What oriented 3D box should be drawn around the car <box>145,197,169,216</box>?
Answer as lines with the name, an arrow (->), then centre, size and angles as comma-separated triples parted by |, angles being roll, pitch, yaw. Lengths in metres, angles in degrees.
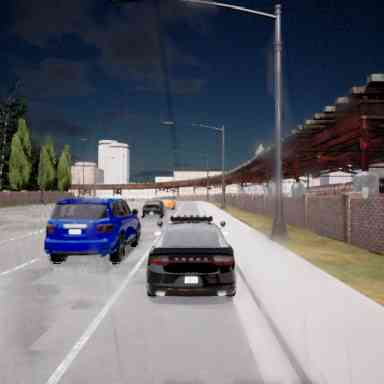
car -> -3.396, 1.518, 30.372 | 1.837, 1.490, 4.892 | 0, 0, 0

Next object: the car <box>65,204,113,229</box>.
car -> -6.796, 1.574, 22.459 | 1.994, 1.385, 4.181 | 0, 0, 0

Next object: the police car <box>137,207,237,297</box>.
police car -> -0.012, 1.428, 8.762 | 1.930, 1.638, 5.238 | 0, 0, 0

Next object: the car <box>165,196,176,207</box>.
car -> -3.297, 1.371, 44.590 | 2.097, 1.767, 4.553 | 0, 0, 0

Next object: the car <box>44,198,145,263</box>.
car -> -3.295, 1.226, 12.062 | 2.150, 2.045, 5.566 | 0, 0, 0
